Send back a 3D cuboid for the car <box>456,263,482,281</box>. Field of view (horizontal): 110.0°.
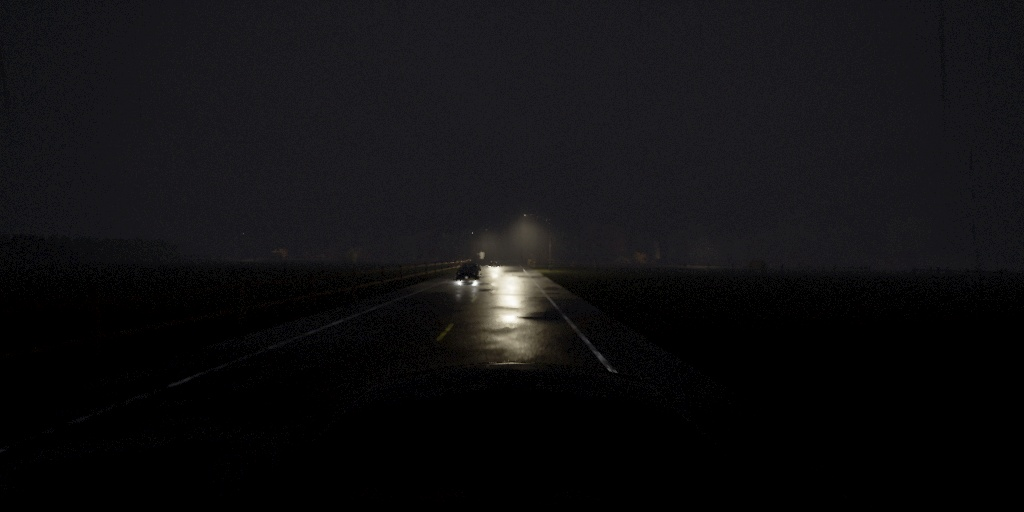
[{"bbox_3d":[-3.606,1.308,30.982,2.033,1.411,5.357,0,0,0],"label":"car"}]
